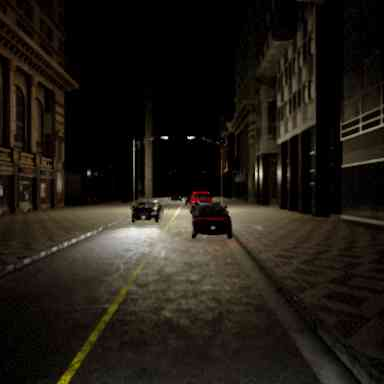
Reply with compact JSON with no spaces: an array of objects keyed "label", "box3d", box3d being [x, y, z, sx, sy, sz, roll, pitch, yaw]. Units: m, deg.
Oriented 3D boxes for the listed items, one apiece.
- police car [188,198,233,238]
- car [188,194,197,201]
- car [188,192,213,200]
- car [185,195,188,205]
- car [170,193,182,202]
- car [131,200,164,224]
[{"label":"police car","box3d":[0.906,1.311,16.925,1.930,1.638,5.238,0,0,0]},{"label":"car","box3d":[0.028,1.090,70.393,1.895,1.301,4.718,0,0,0]},{"label":"car","box3d":[0.914,1.015,32.845,2.150,2.045,5.566,0,0,0]},{"label":"car","box3d":[0.020,1.048,51.216,2.097,1.767,4.553,0,0,0]},{"label":"car","box3d":[-2.999,0.991,64.143,2.097,1.767,4.553,0,0,1]},{"label":"car","box3d":[-3.090,1.335,23.637,2.128,1.511,4.902,0,0,0]}]
